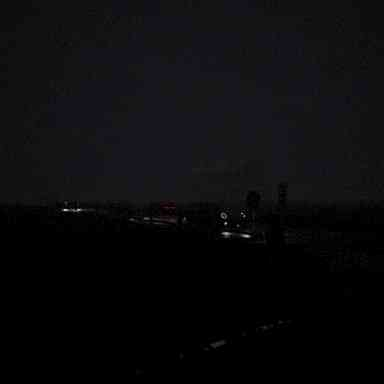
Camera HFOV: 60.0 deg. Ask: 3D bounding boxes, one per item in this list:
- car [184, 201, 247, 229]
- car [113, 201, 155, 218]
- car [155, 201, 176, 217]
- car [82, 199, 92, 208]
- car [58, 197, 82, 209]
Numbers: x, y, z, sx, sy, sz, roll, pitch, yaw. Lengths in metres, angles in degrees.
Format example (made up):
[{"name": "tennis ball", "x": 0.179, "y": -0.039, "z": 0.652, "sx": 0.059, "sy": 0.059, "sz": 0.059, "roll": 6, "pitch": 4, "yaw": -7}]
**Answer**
[{"name": "car", "x": 1.429, "y": 1.418, "z": 21.502, "sx": 2.097, "sy": 1.767, "sz": 4.553, "roll": 1, "pitch": -1, "yaw": -36}, {"name": "car", "x": -5.936, "y": 1.626, "z": 31.793, "sx": 2.128, "sy": 1.511, "sz": 4.902, "roll": 1, "pitch": -1, "yaw": -36}, {"name": "car", "x": -3.441, "y": 1.671, "z": 33.364, "sx": 1.837, "sy": 1.490, "sz": 4.892, "roll": 1, "pitch": -1, "yaw": -36}, {"name": "car", "x": -17.480, "y": 1.793, "z": 52.926, "sx": 2.128, "sy": 1.511, "sz": 4.902, "roll": 1, "pitch": -1, "yaw": -35}, {"name": "car", "x": -18.515, "y": 1.606, "z": 49.500, "sx": 2.097, "sy": 1.767, "sz": 4.553, "roll": 1, "pitch": -1, "yaw": -35}]
